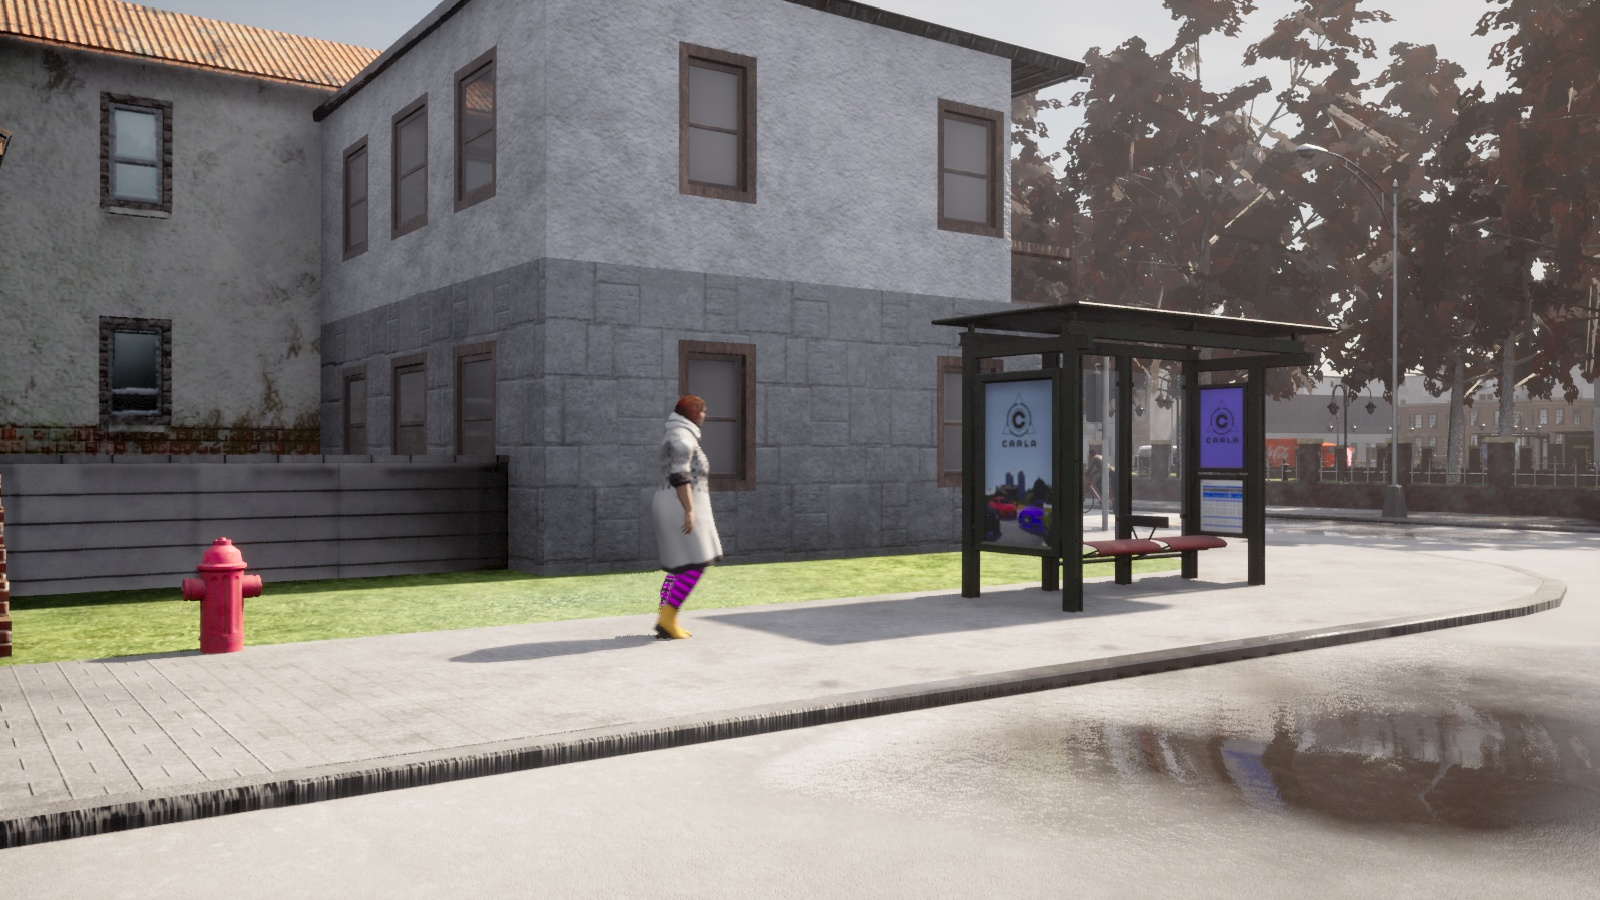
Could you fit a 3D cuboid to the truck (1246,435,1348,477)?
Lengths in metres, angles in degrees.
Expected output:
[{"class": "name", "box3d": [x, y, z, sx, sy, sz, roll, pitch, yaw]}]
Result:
[{"class": "truck", "box3d": [30.378, 0.382, 76.878, 2.627, 2.467, 5.204, 0, 0, -35]}]

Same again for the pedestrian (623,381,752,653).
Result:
[{"class": "pedestrian", "box3d": [-0.858, 0.479, 9.433, 0.873, 1.952, 0.659, 0, 0, -14]}]
